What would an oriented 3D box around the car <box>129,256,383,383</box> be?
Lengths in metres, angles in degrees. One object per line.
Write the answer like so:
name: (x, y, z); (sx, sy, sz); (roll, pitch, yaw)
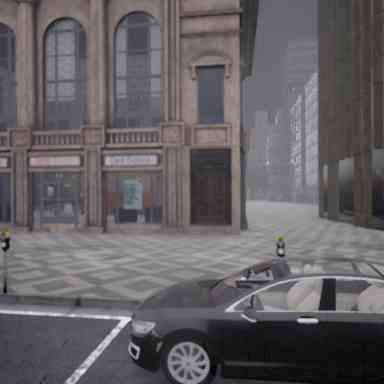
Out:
car: (1.384, 1.550, 4.317); (4.403, 1.369, 2.008); (0, 0, 8)
